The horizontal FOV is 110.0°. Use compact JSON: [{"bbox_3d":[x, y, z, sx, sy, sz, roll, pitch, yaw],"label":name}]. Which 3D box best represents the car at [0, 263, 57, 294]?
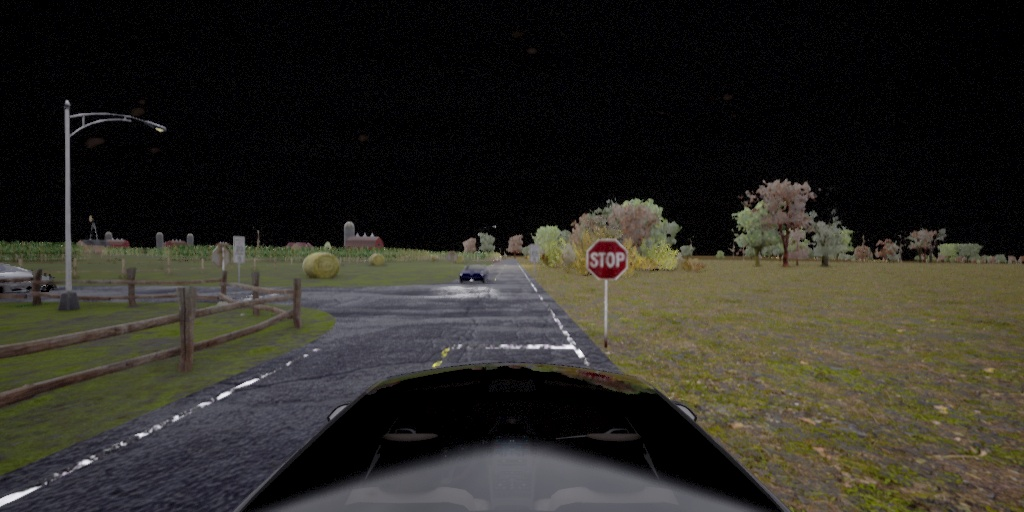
[{"bbox_3d":[-24.014,1.075,16.408,4.902,1.511,2.128,0,1,-1],"label":"car"}]

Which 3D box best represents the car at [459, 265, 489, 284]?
[{"bbox_3d":[-2.746,1.320,26.526,1.895,1.301,4.718,0,0,0],"label":"car"}]
